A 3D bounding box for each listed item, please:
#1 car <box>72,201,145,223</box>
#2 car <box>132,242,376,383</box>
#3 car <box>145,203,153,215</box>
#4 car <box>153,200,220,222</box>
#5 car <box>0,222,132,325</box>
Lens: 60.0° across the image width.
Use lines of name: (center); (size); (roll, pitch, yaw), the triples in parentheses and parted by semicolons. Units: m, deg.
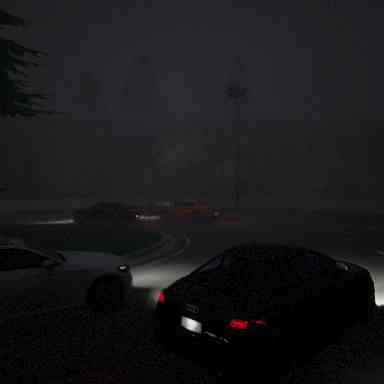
car: (-6.111, 1.423, 23.544); (4.892, 1.490, 1.837); (0, -2, 16)
car: (1.391, 1.523, 5.384); (1.994, 1.385, 4.181); (0, 1, 44)
car: (-2.472, 1.400, 29.885); (5.357, 1.411, 2.033); (0, 0, 19)
car: (-0.256, 1.341, 24.714); (5.008, 1.535, 1.882); (0, 0, 40)
car: (-3.331, 1.520, 5.813); (4.674, 1.442, 1.812); (-1, 1, -38)
